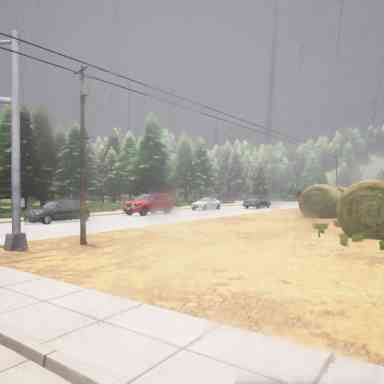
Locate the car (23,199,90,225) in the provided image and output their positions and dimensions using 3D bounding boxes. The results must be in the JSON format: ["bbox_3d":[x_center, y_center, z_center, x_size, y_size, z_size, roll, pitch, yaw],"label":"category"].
[{"bbox_3d":[-9.926,1.362,24.612,2.097,1.767,4.553,0,0,37],"label":"car"}]

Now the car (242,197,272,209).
[{"bbox_3d":[8.466,1.410,43.134,2.033,1.411,5.357,0,0,37],"label":"car"}]

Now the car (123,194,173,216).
[{"bbox_3d":[-4.140,1.179,32.386,2.150,2.045,5.566,0,0,37],"label":"car"}]

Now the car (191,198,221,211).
[{"bbox_3d":[1.777,1.431,40.324,1.812,1.442,4.674,0,0,37],"label":"car"}]
